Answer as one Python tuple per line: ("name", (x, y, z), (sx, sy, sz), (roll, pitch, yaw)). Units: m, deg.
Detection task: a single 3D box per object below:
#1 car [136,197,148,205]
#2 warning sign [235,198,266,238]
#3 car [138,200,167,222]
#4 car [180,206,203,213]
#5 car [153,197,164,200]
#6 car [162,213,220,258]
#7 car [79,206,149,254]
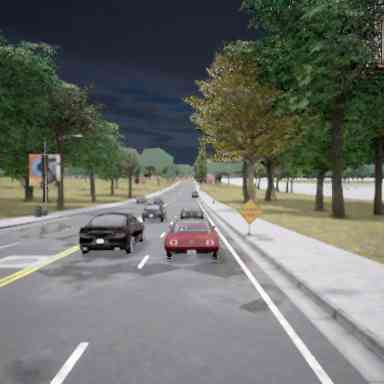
("car", (-9.809, 1.677, 65.254), (1.837, 1.490, 4.892), (0, 1, 0))
("warning sign", (2.875, 1.263, 16.530), (1.300, 1.860, 1.060), (2, 2, 0))
("car", (-3.242, 1.737, 28.903), (1.812, 1.442, 4.674), (0, 0, 1))
("car", (0.000, 1.810, 28.222), (1.895, 1.301, 4.718), (0, 0, 1))
("car", (-6.563, 1.678, 65.270), (1.837, 1.490, 4.892), (0, 1, 0))
("car", (0.012, 1.720, 13.220), (1.895, 1.301, 4.718), (0, 0, 0))
("car", (-3.229, 1.605, 14.233), (1.882, 1.535, 5.008), (0, 0, 0))
